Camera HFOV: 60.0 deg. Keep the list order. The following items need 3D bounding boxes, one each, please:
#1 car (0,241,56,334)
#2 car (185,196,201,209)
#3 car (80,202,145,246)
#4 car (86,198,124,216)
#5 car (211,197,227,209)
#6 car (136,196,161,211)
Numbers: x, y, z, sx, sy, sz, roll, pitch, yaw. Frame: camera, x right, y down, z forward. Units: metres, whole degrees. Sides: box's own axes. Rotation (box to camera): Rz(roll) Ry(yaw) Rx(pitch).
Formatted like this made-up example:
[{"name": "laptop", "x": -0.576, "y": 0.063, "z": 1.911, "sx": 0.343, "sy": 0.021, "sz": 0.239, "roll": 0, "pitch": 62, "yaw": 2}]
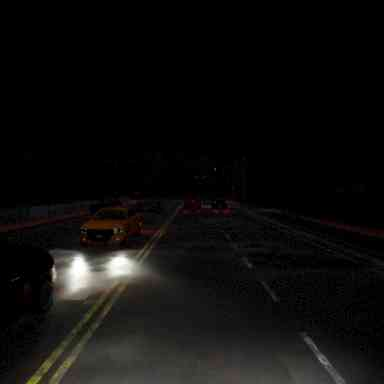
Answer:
[{"name": "car", "x": -3.584, "y": 1.516, "z": 4.857, "sx": 1.812, "sy": 1.442, "sz": 4.674, "roll": 0, "pitch": 0, "yaw": 0}, {"name": "car", "x": 0.085, "y": 1.268, "z": 44.468, "sx": 2.097, "sy": 1.767, "sz": 4.553, "roll": 0, "pitch": 0, "yaw": 0}, {"name": "car", "x": -3.577, "y": 1.449, "z": 15.331, "sx": 1.882, "sy": 1.535, "sz": 5.008, "roll": 0, "pitch": 0, "yaw": 0}, {"name": "car", "x": -7.004, "y": 1.158, "z": 27.300, "sx": 1.895, "sy": 1.301, "sz": 4.718, "roll": 0, "pitch": 0, "yaw": 0}, {"name": "car", "x": 3.587, "y": 1.442, "z": 44.595, "sx": 1.812, "sy": 1.442, "sz": 4.674, "roll": 0, "pitch": 0, "yaw": 0}, {"name": "car", "x": -3.504, "y": 1.087, "z": 27.331, "sx": 1.812, "sy": 1.442, "sz": 4.674, "roll": 0, "pitch": 0, "yaw": 0}]
